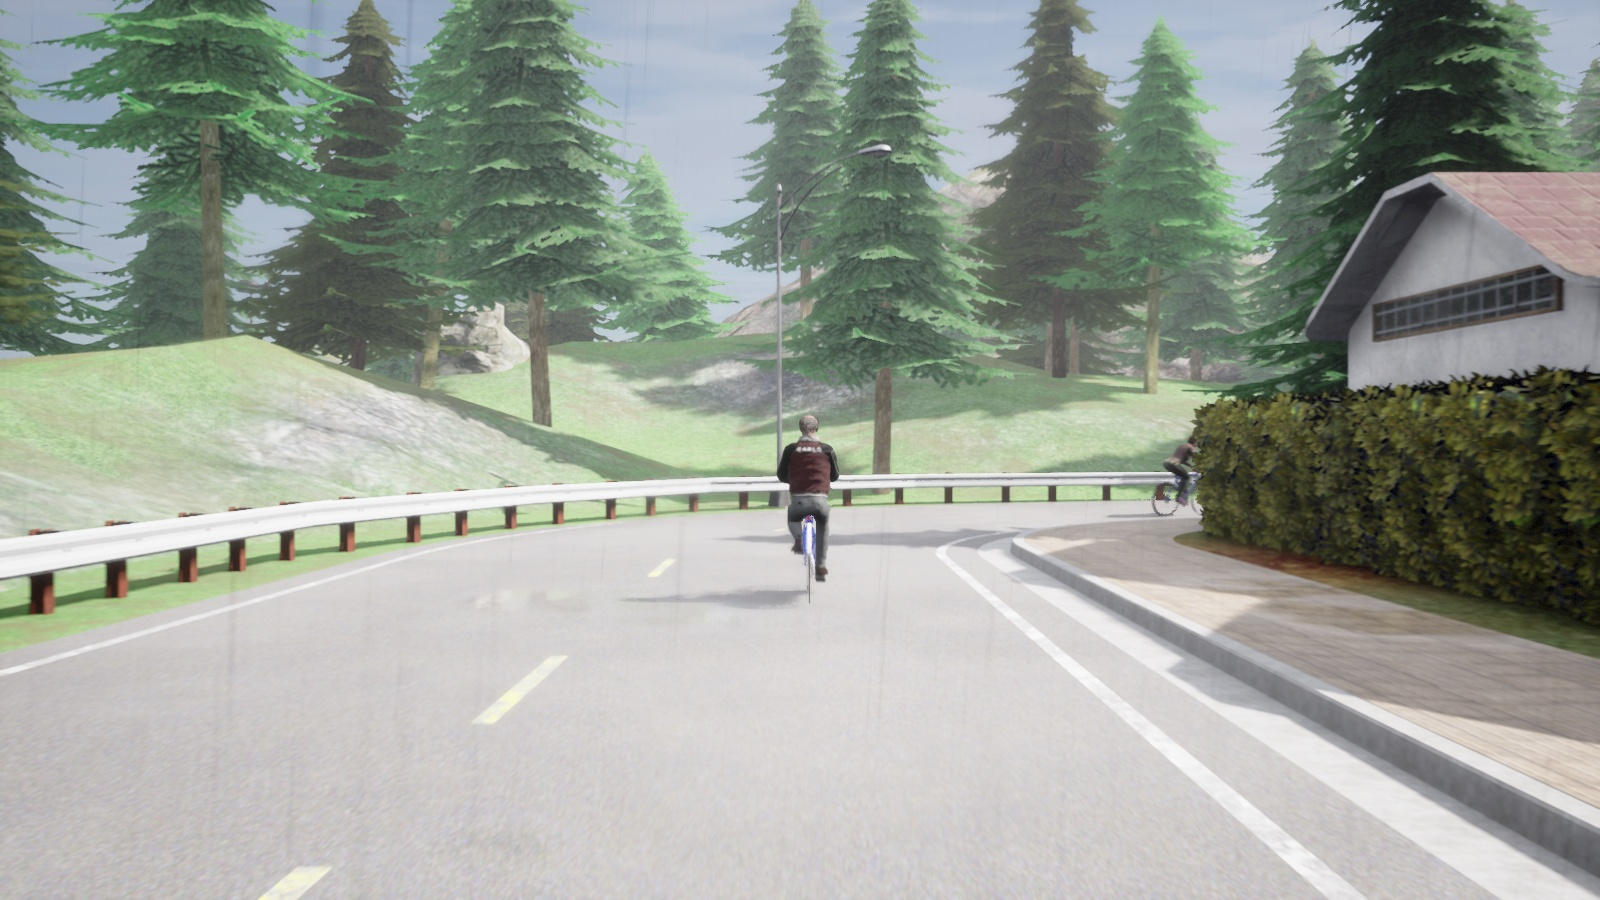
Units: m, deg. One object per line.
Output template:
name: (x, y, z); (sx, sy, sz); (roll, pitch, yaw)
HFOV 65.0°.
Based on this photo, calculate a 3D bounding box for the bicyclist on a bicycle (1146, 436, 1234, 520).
bicyclist on a bicycle: (7.791, 0.549, 25.086); (1.656, 1.620, 0.582); (0, 1, -21)

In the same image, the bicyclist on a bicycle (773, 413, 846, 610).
bicyclist on a bicycle: (0.088, 0.548, 12.287); (0.659, 1.776, 1.843); (0, 1, 0)
